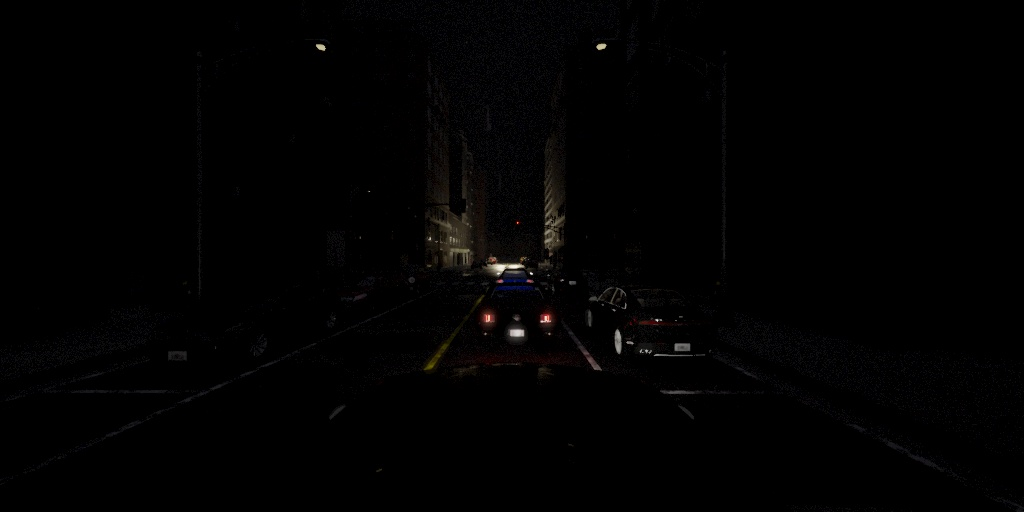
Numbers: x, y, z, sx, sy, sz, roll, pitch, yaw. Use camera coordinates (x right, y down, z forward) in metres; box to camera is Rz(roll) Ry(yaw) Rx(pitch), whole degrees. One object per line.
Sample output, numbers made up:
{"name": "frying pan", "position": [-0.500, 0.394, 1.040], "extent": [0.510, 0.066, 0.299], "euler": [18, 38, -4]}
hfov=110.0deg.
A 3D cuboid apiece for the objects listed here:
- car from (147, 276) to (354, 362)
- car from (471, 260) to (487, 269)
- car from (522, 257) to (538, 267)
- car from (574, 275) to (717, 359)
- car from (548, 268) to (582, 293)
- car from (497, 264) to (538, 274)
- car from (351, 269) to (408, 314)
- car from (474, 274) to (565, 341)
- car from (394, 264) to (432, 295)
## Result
{"name": "car", "position": [-5.648, 1.316, 8.243], "extent": [1.948, 1.339, 4.313], "euler": [0, 0, 0]}
{"name": "car", "position": [-5.457, 1.368, 56.347], "extent": [1.802, 1.307, 4.207], "euler": [0, 0, 0]}
{"name": "car", "position": [3.069, 1.225, 56.306], "extent": [1.967, 1.591, 4.097], "euler": [0, 0, 0]}
{"name": "car", "position": [2.877, 1.300, 8.215], "extent": [2.007, 1.370, 4.403], "euler": [0, 0, 0]}
{"name": "car", "position": [2.913, 1.316, 19.218], "extent": [1.948, 1.339, 4.313], "euler": [0, 0, 0]}
{"name": "car", "position": [0.151, 1.314, 18.600], "extent": [1.994, 1.385, 4.181], "euler": [0, 0, 1]}
{"name": "car", "position": [-5.631, 1.332, 13.744], "extent": [1.802, 1.307, 4.207], "euler": [0, 0, 0]}
{"name": "car", "position": [0.121, 1.351, 9.840], "extent": [1.895, 1.301, 4.718], "euler": [0, 0, 0]}
{"name": "car", "position": [-5.612, 1.190, 19.246], "extent": [1.967, 1.591, 4.097], "euler": [0, 0, 0]}
